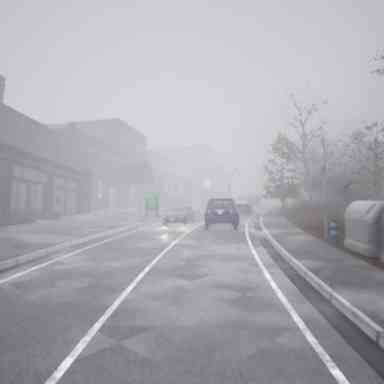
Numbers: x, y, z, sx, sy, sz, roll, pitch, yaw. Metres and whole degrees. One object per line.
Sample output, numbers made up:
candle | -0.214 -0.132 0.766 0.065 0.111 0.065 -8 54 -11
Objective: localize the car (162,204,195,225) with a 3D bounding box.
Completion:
car | -0.986 1.761 26.319 1.837 1.490 4.892 -1 -1 11

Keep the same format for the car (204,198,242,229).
car | 2.166 1.402 23.151 2.150 2.045 5.566 -1 -1 9

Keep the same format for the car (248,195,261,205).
car | 11.946 1.717 65.270 2.150 2.045 5.566 -2 -1 24

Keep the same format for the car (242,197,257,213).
car | 6.443 1.760 41.074 1.882 1.535 5.008 -2 -1 17
